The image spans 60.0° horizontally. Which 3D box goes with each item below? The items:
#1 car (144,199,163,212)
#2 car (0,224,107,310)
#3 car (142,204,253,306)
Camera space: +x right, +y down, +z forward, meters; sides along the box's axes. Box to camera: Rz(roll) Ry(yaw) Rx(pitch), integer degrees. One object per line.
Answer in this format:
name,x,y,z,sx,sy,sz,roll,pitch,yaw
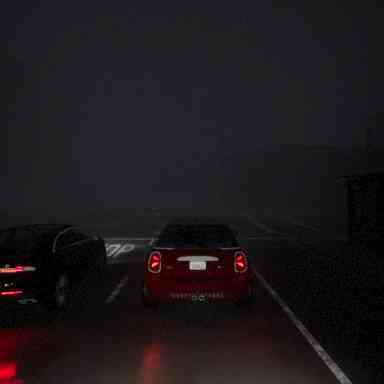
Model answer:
car,-4.464,1.592,39.256,1.812,1.442,4.674,0,-1,-3
car,-3.392,1.492,7.774,2.128,1.511,4.902,0,0,0
car,0.103,1.352,8.163,2.097,1.767,4.553,0,0,0
